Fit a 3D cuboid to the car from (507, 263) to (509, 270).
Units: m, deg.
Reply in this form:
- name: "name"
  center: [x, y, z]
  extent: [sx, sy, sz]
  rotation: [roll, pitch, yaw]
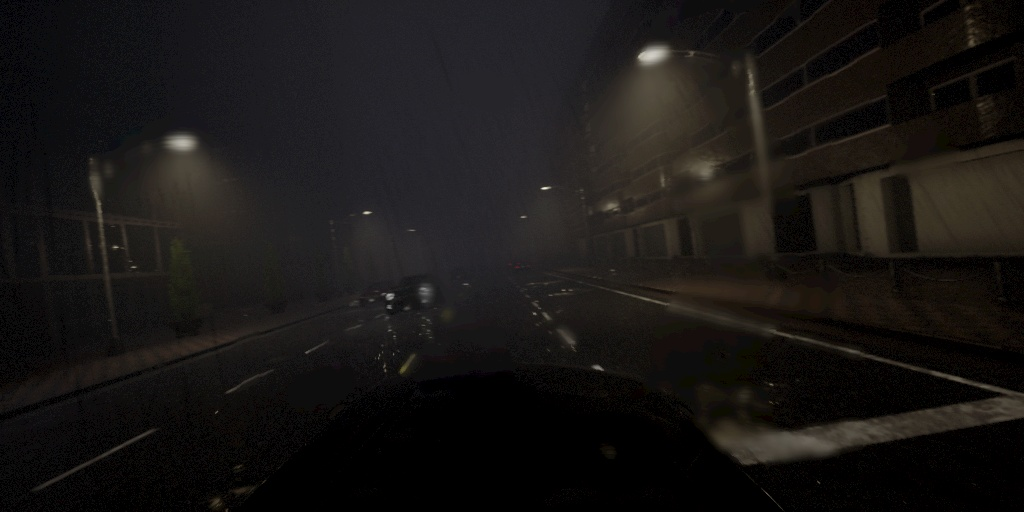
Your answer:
- name: "car"
  center: [0.201, 1.337, 55.892]
  extent: [1.812, 1.442, 4.674]
  rotation: [-7, 0, -3]

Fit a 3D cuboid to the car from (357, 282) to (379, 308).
- name: "car"
  center: [-8.480, 2.363, 23.525]
  extent: [1.812, 1.442, 4.674]
  rotation: [-7, 0, -4]

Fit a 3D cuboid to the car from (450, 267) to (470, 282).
- name: "car"
  center: [-5.988, 2.064, 41.531]
  extent: [1.837, 1.490, 4.892]
  rotation: [-7, 0, -3]

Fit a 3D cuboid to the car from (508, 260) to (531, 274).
- name: "car"
  center: [1.062, 1.227, 41.532]
  extent: [2.033, 1.411, 5.357]
  rotation: [-7, 0, -3]

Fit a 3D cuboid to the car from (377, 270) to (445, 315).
- name: "car"
  center: [-4.705, 1.709, 17.743]
  extent: [2.097, 1.767, 4.553]
  rotation: [-7, 0, -3]

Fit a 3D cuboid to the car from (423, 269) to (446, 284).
- name: "car"
  center: [-9.627, 2.498, 44.831]
  extent: [1.882, 1.535, 5.008]
  rotation: [-7, 0, -3]
